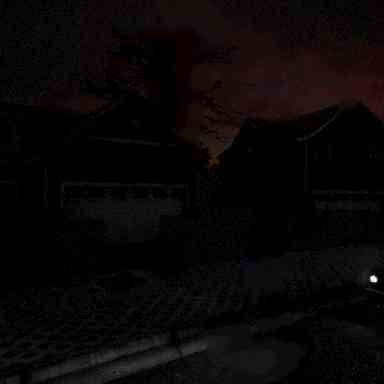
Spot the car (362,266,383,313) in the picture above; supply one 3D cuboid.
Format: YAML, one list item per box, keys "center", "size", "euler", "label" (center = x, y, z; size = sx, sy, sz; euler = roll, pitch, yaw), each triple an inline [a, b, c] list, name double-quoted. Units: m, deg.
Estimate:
- center: [5.367, 1.594, 6.194]
  size: [4.718, 1.301, 1.895]
  euler: [0, 0, -30]
  label: "car"
